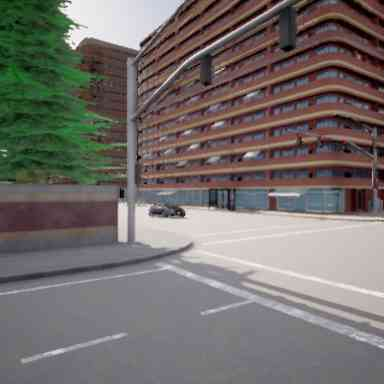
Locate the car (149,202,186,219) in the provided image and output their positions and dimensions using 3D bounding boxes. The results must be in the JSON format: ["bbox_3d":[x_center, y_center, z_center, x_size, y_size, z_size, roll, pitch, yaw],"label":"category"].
[{"bbox_3d":[-2.304,1.640,30.682,1.994,1.385,4.181,0,0,-35],"label":"car"}]
